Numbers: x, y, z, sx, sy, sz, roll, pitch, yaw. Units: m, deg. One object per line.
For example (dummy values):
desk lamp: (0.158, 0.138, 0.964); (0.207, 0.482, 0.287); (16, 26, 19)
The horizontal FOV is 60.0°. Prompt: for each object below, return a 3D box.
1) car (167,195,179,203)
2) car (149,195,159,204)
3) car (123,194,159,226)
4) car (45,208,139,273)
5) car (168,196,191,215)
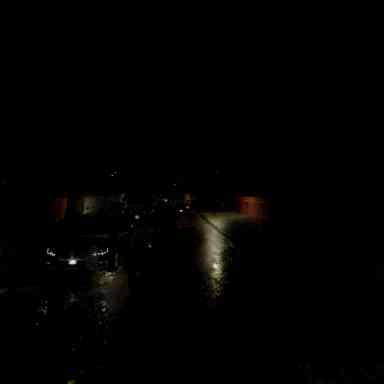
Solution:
car: (-2.291, 1.238, 45.706); (2.097, 1.767, 4.553); (0, 0, -5)
car: (-7.113, 1.374, 62.347); (1.812, 1.442, 4.674); (0, 0, -7)
car: (-3.477, 1.184, 23.130); (2.150, 2.045, 5.566); (0, 0, -2)
car: (-3.040, 1.494, 10.724); (1.837, 1.490, 4.892); (0, 0, -1)
car: (-1.161, 1.435, 32.564); (1.837, 1.490, 4.892); (0, 1, -4)
